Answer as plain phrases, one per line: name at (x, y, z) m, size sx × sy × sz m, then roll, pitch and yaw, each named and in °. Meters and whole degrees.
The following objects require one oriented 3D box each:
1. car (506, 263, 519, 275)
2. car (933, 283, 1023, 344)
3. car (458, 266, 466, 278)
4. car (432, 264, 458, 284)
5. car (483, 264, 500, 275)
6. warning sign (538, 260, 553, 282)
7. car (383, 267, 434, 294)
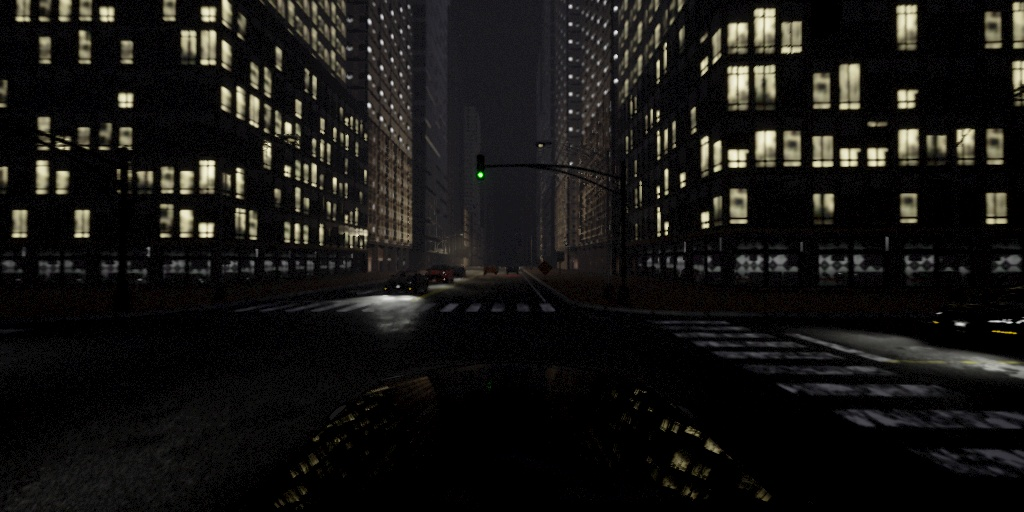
car at (0.072, 2.028, 54.290) m, size 2.128 × 1.511 × 4.902 m, roll 0°, pitch -1°, yaw 0°
car at (12.983, 1.357, 8.370) m, size 4.892 × 1.490 × 1.837 m, roll 0°, pitch -1°, yaw 2°
car at (-6.616, 1.905, 43.254) m, size 2.033 × 1.411 × 5.357 m, roll 0°, pitch -1°, yaw 0°
car at (-6.615, 1.546, 32.761) m, size 2.097 × 1.767 × 4.553 m, roll 0°, pitch -1°, yaw 0°
car at (-3.176, 2.002, 53.556) m, size 1.882 × 1.535 × 5.008 m, roll 0°, pitch -1°, yaw 0°
warning sign at (2.836, 1.281, 30.794) m, size 1.300 × 1.860 × 1.060 m, roll 0°, pitch 0°, yaw 0°
car at (-6.609, 1.610, 22.763) m, size 1.994 × 1.385 × 4.181 m, roll 0°, pitch -1°, yaw 0°
